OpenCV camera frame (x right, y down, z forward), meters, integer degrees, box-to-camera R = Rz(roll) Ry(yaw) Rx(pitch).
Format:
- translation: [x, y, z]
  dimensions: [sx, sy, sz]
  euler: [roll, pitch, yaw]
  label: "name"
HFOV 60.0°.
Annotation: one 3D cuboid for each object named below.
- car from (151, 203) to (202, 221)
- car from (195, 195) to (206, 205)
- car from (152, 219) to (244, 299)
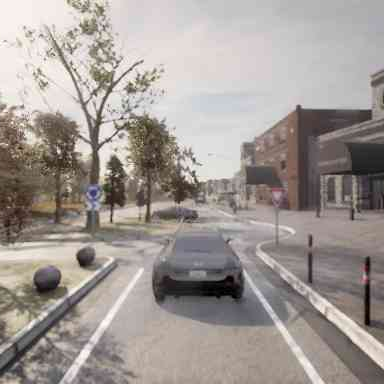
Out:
- translation: [-1.819, 2.162, 32.850]
  dimensions: [4.902, 1.511, 2.128]
  euler: [-1, -2, 28]
  label: "car"
- translation: [1.714, 1.983, 72.306]
  dimensions: [1.837, 1.490, 4.892]
  euler: [0, 0, 3]
  label: "car"
- translation: [0.160, 1.626, 8.606]
  dimensions: [1.994, 1.385, 4.181]
  euler: [0, -1, 1]
  label: "car"
